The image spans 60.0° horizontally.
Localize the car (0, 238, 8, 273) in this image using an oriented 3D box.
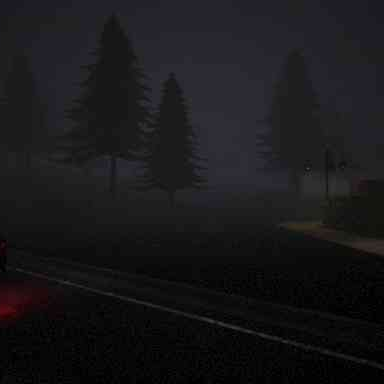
[{"bbox_3d":[-6.916,1.478,8.925,5.008,1.535,1.882,0,0,36],"label":"car"}]
